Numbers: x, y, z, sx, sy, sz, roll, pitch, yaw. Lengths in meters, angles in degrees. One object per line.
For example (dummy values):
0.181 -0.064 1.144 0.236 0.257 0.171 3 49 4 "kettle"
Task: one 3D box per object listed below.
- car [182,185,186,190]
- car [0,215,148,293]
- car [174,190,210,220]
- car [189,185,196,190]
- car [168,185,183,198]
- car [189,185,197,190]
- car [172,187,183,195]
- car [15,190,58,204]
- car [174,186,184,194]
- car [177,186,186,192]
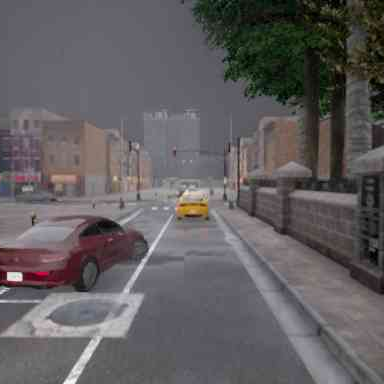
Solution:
-2.536 -0.239 53.005 2.192 1.841 5.009 0 2 0 "car"
-2.701 1.280 8.204 1.812 1.442 4.674 0 2 12 "car"
0.088 0.853 21.089 1.882 1.535 5.008 0 2 1 "car"
0.174 -1.176 88.510 1.994 1.385 4.181 0 2 0 "car"
-2.546 0.135 47.392 1.752 1.417 4.829 0 2 0 "car"
0.154 -0.703 78.544 1.895 1.301 4.718 0 2 0 "car"
-2.524 -0.130 58.463 1.802 1.307 4.206 0 2 0 "car"
-16.790 0.520 35.949 4.181 1.385 1.994 0 2 -1 "car"
-2.514 -0.339 63.741 1.752 1.417 4.829 0 2 0 "car"
-2.482 -0.790 80.261 2.008 1.369 4.403 0 2 0 "car"
